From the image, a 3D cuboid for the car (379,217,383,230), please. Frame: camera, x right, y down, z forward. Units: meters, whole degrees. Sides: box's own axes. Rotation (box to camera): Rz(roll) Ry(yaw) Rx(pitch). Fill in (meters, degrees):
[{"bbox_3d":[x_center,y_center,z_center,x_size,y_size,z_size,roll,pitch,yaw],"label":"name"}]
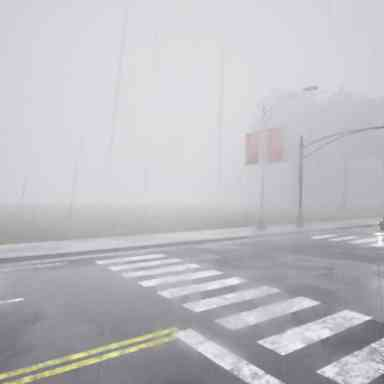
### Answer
[{"bbox_3d":[14.146,1.775,21.751,4.674,1.442,1.812,1,0,-35],"label":"car"}]
